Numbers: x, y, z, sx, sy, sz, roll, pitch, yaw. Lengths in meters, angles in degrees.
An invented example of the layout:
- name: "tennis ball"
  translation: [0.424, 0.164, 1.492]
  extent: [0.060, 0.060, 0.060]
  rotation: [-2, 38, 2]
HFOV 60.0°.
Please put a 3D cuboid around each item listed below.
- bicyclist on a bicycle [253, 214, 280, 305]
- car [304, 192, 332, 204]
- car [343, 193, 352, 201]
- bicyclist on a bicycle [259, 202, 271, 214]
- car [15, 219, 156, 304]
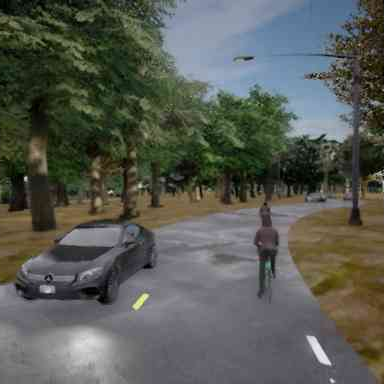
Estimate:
- name: "bicyclist on a bicycle"
  translation: [1.573, 1.398, 6.983]
  extent: [0.582, 1.620, 1.656]
  rotation: [1, 0, 8]
- name: "car"
  translation: [17.247, 0.840, 46.377]
  extent: [2.128, 1.511, 4.902]
  rotation: [1, 1, 39]
- name: "car"
  translation: [25.517, 0.824, 53.817]
  extent: [1.994, 1.385, 4.181]
  rotation: [1, 1, 25]
- name: "bicyclist on a bicycle"
  translation: [3.389, 1.299, 15.420]
  extent: [0.582, 1.620, 1.656]
  rotation: [1, 1, 16]
- name: "car"
  translation: [-2.178, 1.438, 8.179]
  extent: [1.812, 1.442, 4.674]
  rotation: [0, 1, 9]
